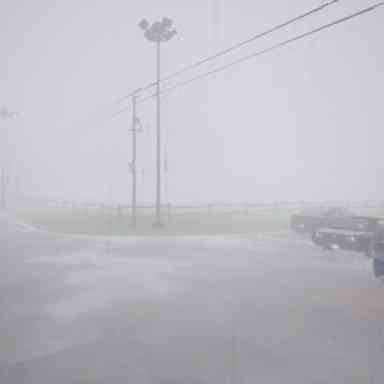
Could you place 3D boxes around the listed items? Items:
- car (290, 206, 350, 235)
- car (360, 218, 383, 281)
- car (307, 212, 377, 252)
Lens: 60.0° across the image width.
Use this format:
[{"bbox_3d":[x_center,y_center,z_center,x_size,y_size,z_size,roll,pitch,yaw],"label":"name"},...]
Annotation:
[{"bbox_3d":[7.333,1.482,17.572,5.008,1.535,1.882,0,0,-35],"label":"car"},{"bbox_3d":[6.554,1.480,8.419,5.008,1.535,1.882,0,0,-35],"label":"car"},{"bbox_3d":[6.805,1.604,12.897,4.718,1.301,1.895,0,0,-36],"label":"car"}]
